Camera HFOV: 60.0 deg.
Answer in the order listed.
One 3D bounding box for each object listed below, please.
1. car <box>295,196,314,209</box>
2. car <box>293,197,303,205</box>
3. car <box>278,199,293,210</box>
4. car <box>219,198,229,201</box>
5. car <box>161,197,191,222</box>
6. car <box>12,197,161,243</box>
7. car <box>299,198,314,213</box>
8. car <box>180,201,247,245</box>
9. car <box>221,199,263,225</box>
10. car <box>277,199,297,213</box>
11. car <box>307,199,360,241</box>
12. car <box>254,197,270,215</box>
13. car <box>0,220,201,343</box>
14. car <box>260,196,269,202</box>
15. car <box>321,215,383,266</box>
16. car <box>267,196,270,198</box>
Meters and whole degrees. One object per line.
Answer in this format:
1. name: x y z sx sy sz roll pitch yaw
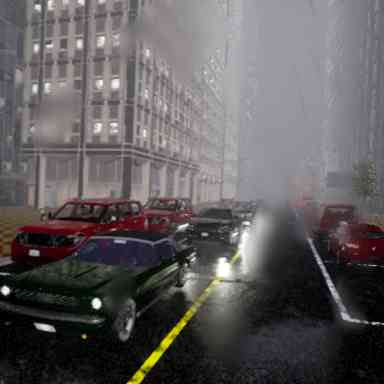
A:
1. car: 16.507 1.585 47.936 2.150 2.045 5.566 2 0 16
2. car: 22.966 1.898 72.077 1.967 1.590 4.097 2 0 16
3. car: 13.884 1.810 49.291 1.994 1.385 4.181 2 0 16
4. car: 3.275 1.377 32.082 1.967 1.590 4.097 2 0 16
5. car: -1.282 1.168 16.361 2.192 1.841 5.009 2 0 16
6. car: -3.023 1.136 10.273 2.192 1.841 5.009 2 0 16
7. car: 14.603 1.850 41.167 1.812 1.442 4.674 2 0 16
8. car: 1.206 1.433 15.652 1.882 1.535 5.008 2 0 16
9. car: 3.809 1.494 24.739 2.128 1.511 4.902 2 0 16
10. car: 11.503 1.768 40.960 1.994 1.385 4.181 2 0 16
11. car: 7.446 1.504 17.304 2.192 1.841 5.009 2 0 16
12. car: 6.665 1.545 34.576 2.128 1.511 4.902 2 0 17
13. car: -1.379 1.509 6.565 1.895 1.301 4.718 2 0 15
14. car: 18.441 1.765 84.911 1.947 1.339 4.313 2 0 16
15. car: 5.776 1.741 11.500 1.802 1.307 4.206 2 0 16
16. car: 16.871 1.698 79.413 1.752 1.417 4.829 2 0 16
